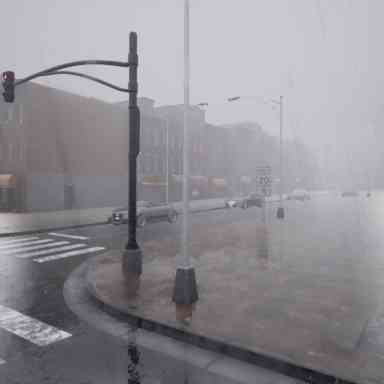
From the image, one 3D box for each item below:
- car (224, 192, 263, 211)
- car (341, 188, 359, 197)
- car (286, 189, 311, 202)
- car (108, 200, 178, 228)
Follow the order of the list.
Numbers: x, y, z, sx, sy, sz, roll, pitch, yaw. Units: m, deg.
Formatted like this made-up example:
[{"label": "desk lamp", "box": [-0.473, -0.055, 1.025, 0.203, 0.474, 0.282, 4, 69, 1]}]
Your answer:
[{"label": "car", "box": [4.596, 0.733, 28.984, 2.128, 1.511, 4.902, 0, 2, 36]}, {"label": "car", "box": [24.996, 0.090, 52.515, 2.033, 1.411, 5.357, 0, 2, 35]}, {"label": "car", "box": [13.226, 0.407, 41.035, 1.812, 1.442, 4.674, 0, 2, 36]}, {"label": "car", "box": [-2.679, 1.128, 18.776, 1.994, 1.385, 4.181, 0, 2, 36]}]
